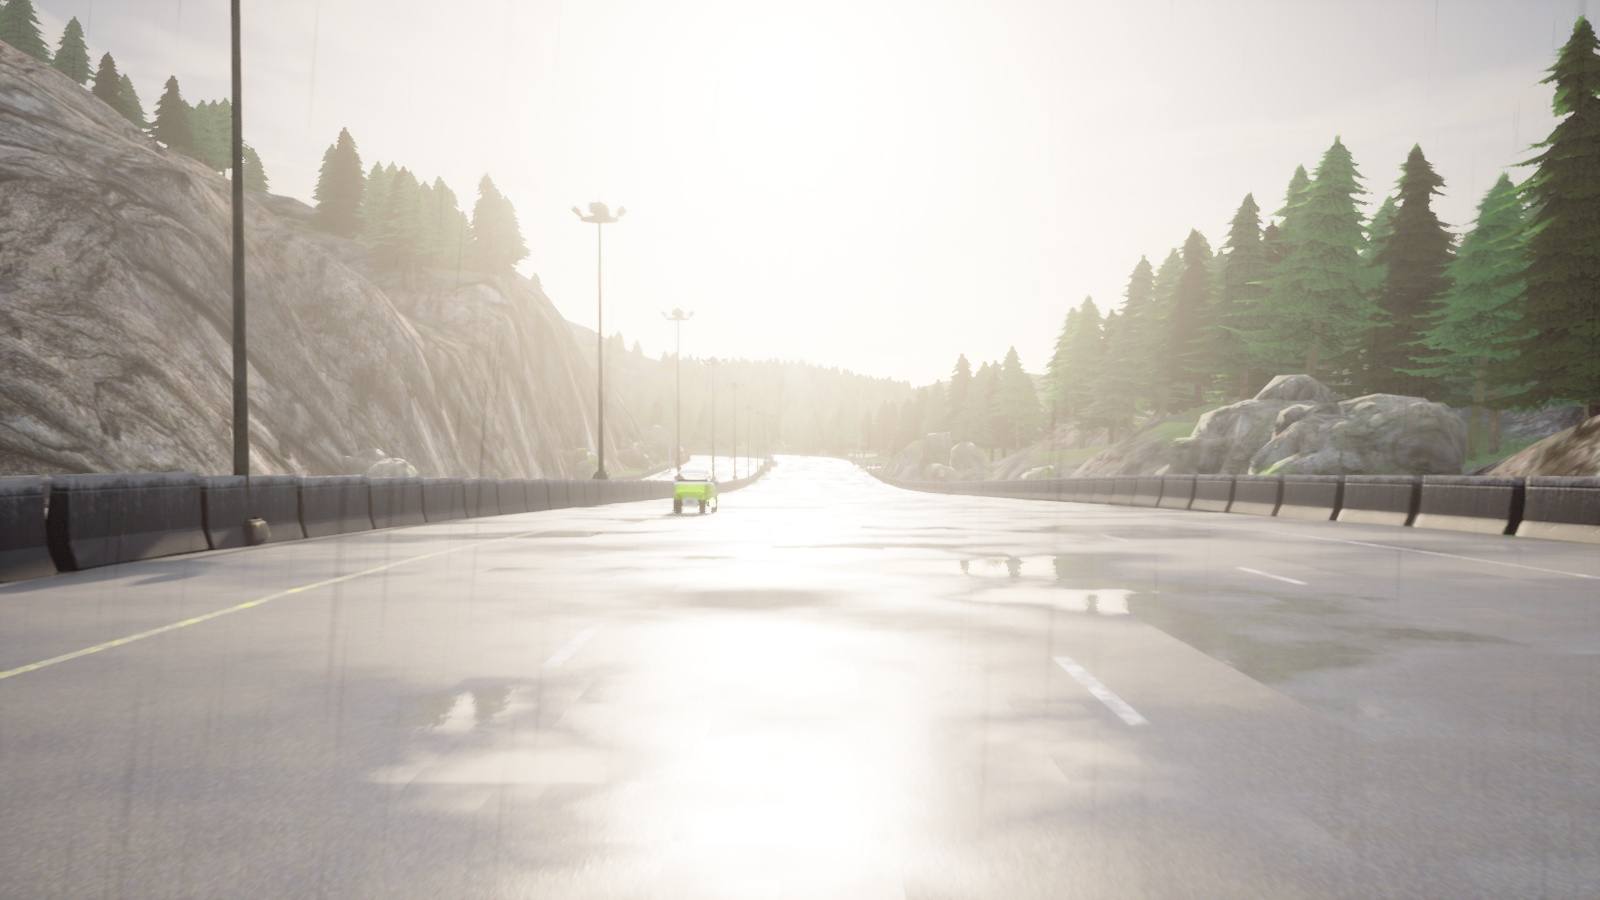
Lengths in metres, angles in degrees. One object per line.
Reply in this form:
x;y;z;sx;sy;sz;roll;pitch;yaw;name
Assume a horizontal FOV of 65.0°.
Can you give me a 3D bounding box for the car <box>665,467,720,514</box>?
-3.264;1.235;38.542;1.481;1.376;2.207;0;-1;0;car
